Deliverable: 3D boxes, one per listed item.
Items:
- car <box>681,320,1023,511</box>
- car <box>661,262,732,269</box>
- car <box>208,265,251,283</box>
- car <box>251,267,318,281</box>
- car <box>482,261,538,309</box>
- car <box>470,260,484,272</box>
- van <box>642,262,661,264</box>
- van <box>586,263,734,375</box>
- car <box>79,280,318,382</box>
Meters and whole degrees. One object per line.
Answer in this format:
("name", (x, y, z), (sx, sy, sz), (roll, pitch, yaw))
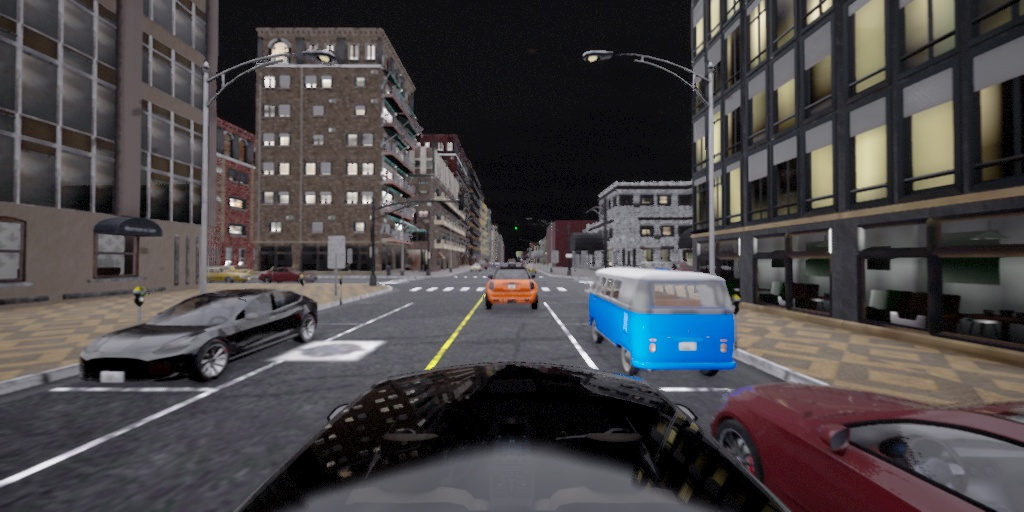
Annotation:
("car", (2.658, 1.331, 1.574), (1.802, 1.307, 4.207), (0, 0, 0))
("car", (14.901, 1.351, 28.155), (5.009, 1.841, 2.192), (0, 0, 0))
("car", (-22.978, 1.458, 28.037), (4.829, 1.417, 1.751), (0, 0, 0))
("car", (-17.486, 1.526, 28.054), (4.207, 1.307, 1.802), (0, 0, 0))
("car", (-0.007, 1.234, 15.934), (2.097, 1.767, 4.553), (0, -1, 0))
("car", (-5.731, 1.832, 57.408), (1.751, 1.417, 4.829), (0, 0, 0))
("van", (14.872, 1.495, 36.534), (3.998, 1.789, 1.690), (0, 0, 0))
("van", (2.653, 1.143, 7.262), (1.690, 1.789, 3.998), (0, 0, 0))
("car", (-5.694, 1.368, 7.282), (1.948, 1.339, 4.313), (0, 0, 0))
